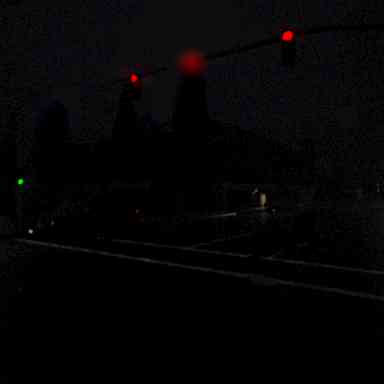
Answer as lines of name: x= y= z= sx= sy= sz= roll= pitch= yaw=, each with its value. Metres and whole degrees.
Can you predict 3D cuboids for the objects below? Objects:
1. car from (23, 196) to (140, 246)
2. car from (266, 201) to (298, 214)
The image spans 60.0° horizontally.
car: x=-4.961 y=1.247 z=15.836 sx=2.150 sy=2.045 sz=5.566 roll=0 pitch=0 yaw=37
car: x=9.595 y=1.604 z=35.450 sx=1.895 sy=1.301 sz=4.718 roll=0 pitch=0 yaw=37
